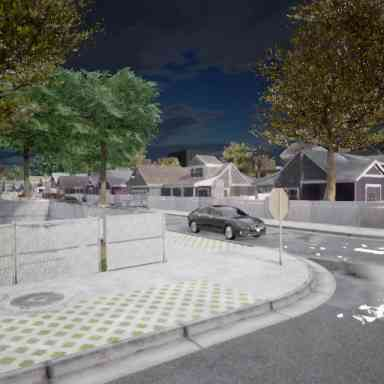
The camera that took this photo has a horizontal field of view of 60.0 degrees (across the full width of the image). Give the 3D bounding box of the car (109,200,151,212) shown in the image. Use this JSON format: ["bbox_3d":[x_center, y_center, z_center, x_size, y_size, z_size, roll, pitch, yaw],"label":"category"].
[{"bbox_3d":[-4.940,1.370,26.088,2.128,1.511,4.902,0,0,-36],"label":"car"}]

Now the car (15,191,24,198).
[{"bbox_3d":[-40.738,0.812,80.775,2.150,2.045,5.566,0,0,-36],"label":"car"}]

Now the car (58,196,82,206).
[{"bbox_3d":[-14.583,1.279,39.556,1.882,1.535,5.008,0,0,-35],"label":"car"}]

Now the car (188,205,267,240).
[{"bbox_3d":[1.622,1.443,16.846,1.837,1.490,4.892,0,0,-33],"label":"car"}]
